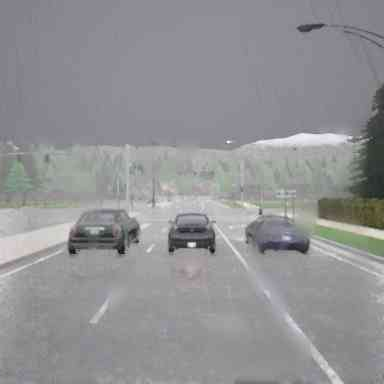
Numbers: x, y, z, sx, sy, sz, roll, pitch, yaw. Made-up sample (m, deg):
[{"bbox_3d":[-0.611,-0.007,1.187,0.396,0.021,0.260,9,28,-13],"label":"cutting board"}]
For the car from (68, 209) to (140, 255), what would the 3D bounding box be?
[{"bbox_3d":[-3.505,1.482,14.079,2.097,1.767,4.553,0,-1,0],"label":"car"}]

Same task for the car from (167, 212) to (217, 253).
[{"bbox_3d":[-0.003,1.641,14.298,1.837,1.490,4.892,0,0,0],"label":"car"}]

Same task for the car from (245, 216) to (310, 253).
[{"bbox_3d":[3.497,1.698,14.293,1.994,1.385,4.181,0,0,0],"label":"car"}]
